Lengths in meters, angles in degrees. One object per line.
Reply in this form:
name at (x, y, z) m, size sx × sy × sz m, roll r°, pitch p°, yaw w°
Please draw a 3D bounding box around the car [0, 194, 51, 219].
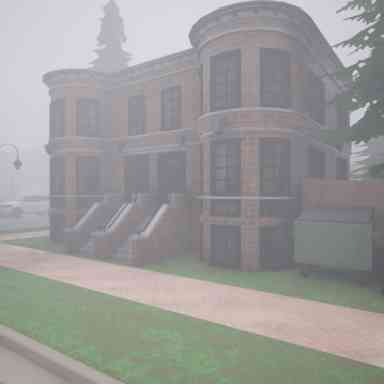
car at (-14.447, 1.220, 29.788) m, size 2.150 × 2.045 × 5.566 m, roll 0°, pitch 0°, yaw 34°
